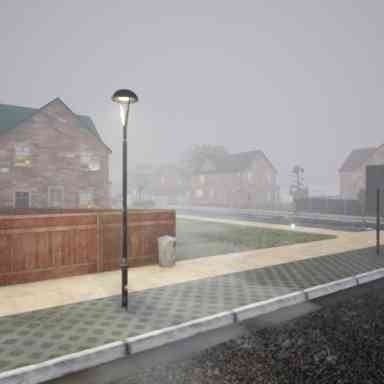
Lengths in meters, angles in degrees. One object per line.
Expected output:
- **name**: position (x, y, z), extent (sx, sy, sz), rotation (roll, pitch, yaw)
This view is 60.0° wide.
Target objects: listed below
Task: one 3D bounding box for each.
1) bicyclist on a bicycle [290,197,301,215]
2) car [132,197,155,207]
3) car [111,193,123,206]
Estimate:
- **bicyclist on a bicycle**: position (9.712, 1.336, 31.255), extent (1.656, 1.620, 0.582), rotation (0, 0, -36)
- **car**: position (-7.340, 1.514, 49.859), extent (2.128, 1.511, 4.902), rotation (1, -1, -36)
- **car**: position (-13.231, 1.277, 57.944), extent (2.150, 2.045, 5.566), rotation (1, -1, -36)
